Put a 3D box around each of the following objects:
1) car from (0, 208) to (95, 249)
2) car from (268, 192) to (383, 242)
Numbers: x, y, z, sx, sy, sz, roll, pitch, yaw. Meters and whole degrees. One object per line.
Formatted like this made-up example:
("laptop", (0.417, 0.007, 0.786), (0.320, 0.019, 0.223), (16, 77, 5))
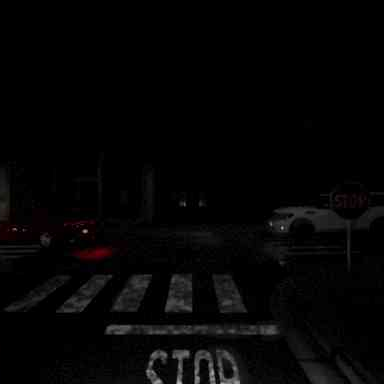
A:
("car", (-6.463, 1.436, 14.015), (5.008, 1.535, 1.882), (-1, -2, 24))
("car", (6.219, 1.021, 14.596), (5.566, 2.045, 2.150), (-1, -1, 0))
